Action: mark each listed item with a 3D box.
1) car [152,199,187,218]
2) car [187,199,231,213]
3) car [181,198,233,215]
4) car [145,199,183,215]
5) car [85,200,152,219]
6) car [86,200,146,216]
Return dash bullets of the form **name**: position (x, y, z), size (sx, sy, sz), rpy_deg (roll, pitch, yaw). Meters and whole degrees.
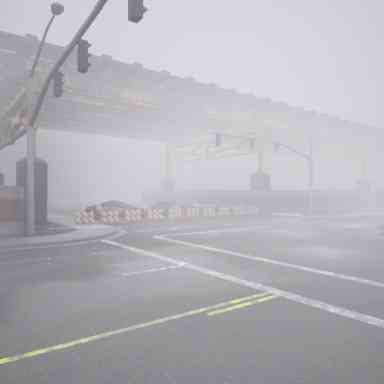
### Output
- **car**: position (-2.440, 1.453, 30.293), size (2.038, 1.542, 4.974), rpy_deg (0, 0, 18)
- **car**: position (1.423, 1.295, 34.042), size (4.536, 1.218, 1.853), rpy_deg (0, 0, -7)
- **car**: position (1.475, 1.453, 34.049), size (4.974, 1.542, 2.038), rpy_deg (0, 0, -7)
- **car**: position (-2.424, 1.295, 30.343), size (1.853, 1.218, 4.536), rpy_deg (0, 0, 18)
- **car**: position (-6.188, 1.453, 27.612), size (4.974, 1.542, 2.038), rpy_deg (0, 0, 8)
- **car**: position (-6.239, 1.295, 27.619), size (4.536, 1.218, 1.853), rpy_deg (0, 0, 8)
